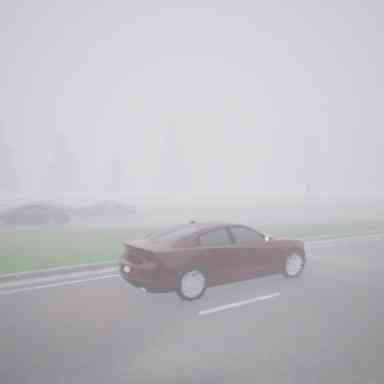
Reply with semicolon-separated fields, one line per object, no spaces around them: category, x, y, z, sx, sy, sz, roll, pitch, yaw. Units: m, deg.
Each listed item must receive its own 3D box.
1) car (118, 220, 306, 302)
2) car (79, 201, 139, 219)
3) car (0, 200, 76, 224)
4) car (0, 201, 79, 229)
car;0.715;1.432;8.250;5.008;1.535;1.882;0;0;-33
car;-7.200;1.439;27.994;5.357;1.411;2.033;0;0;-7
car;-11.209;1.421;24.173;4.902;1.511;2.128;0;0;-5
car;-9.987;1.446;20.781;4.892;1.490;1.837;0;1;-5
